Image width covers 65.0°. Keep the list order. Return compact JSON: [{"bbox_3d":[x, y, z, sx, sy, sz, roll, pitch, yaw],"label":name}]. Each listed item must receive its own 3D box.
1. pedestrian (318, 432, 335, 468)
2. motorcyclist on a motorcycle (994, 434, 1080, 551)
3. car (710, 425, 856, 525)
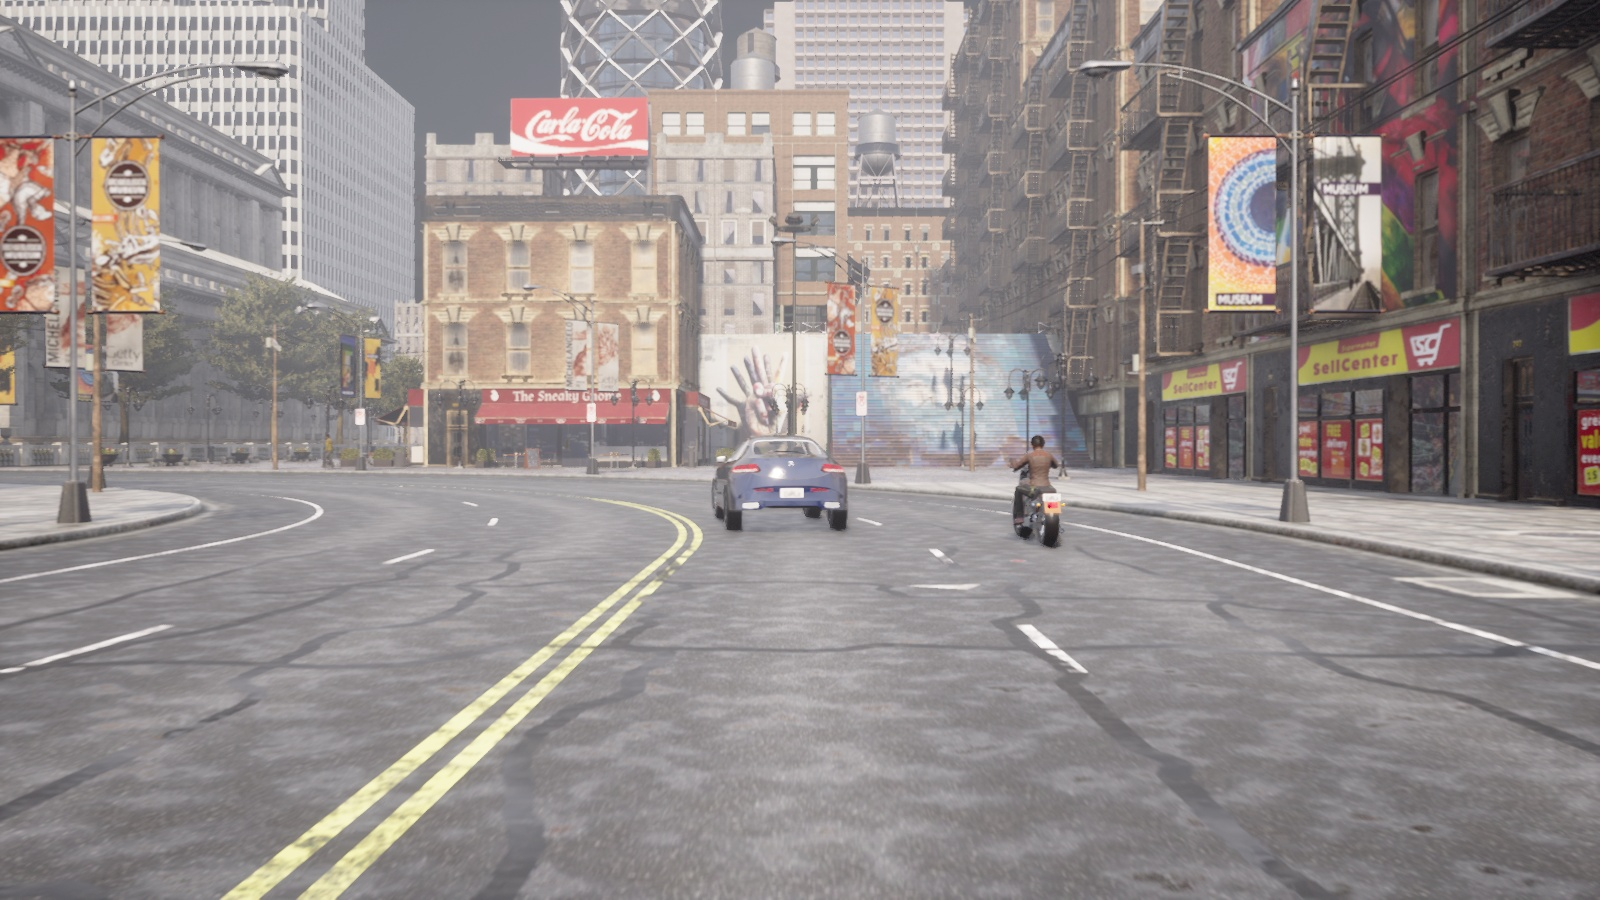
[{"bbox_3d":[-24.291,0.021,64.425,0.709,1.840,0.431,0,0,17],"label":"pedestrian"},{"bbox_3d":[3.518,0.593,18.848,0.766,1.649,2.350,0,0,-2],"label":"motorcyclist on a motorcycle"},{"bbox_3d":[-0.460,0.393,23.298,2.152,1.651,5.027,0,0,-7],"label":"car"}]
